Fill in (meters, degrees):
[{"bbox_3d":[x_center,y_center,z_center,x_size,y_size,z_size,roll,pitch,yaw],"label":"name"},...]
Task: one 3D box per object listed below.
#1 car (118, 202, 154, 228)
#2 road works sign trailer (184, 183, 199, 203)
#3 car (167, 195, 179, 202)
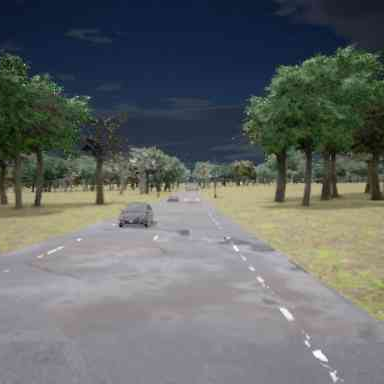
[{"bbox_3d":[-3.604,1.475,22.095,1.837,1.490,4.892,0,0,0],"label":"car"},{"bbox_3d":[-0.014,0.178,59.705,2.380,3.560,2.880,0,1,0],"label":"road works sign trailer"},{"bbox_3d":[-3.536,1.236,63.005,1.994,1.385,4.181,0,1,1],"label":"car"}]
